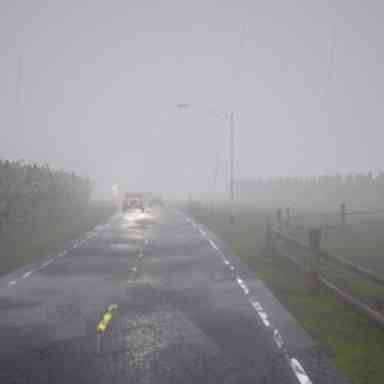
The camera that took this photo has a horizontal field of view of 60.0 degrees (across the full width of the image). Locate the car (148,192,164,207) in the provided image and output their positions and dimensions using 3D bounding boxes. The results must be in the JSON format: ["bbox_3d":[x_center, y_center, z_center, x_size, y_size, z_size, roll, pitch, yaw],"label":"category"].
[{"bbox_3d":[-4.763,1.172,42.844,1.837,1.490,4.892,0,1,-13],"label":"car"}]

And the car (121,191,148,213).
[{"bbox_3d":[-5.960,0.952,33.964,2.150,2.045,5.566,0,1,-10],"label":"car"}]

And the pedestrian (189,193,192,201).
[{"bbox_3d":[-0.182,1.008,34.169,0.375,1.860,0.375,0,0,-15],"label":"pedestrian"}]
